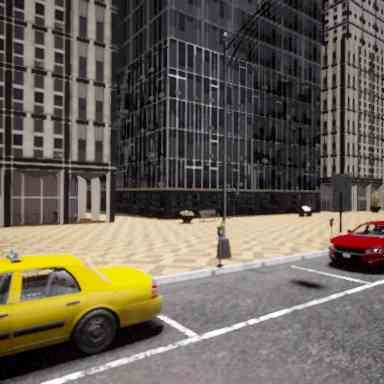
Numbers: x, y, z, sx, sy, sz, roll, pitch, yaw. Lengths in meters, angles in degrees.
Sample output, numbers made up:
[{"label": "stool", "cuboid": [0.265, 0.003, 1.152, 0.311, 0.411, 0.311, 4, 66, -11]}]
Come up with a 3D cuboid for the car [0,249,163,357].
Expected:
[{"label": "car", "cuboid": [-2.757, 1.528, 4.594, 4.829, 1.417, 1.752, 1, 0, -35]}]

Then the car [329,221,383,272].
[{"label": "car", "cuboid": [6.391, 1.646, 11.116, 4.507, 1.381, 1.887, 1, 0, -35]}]
